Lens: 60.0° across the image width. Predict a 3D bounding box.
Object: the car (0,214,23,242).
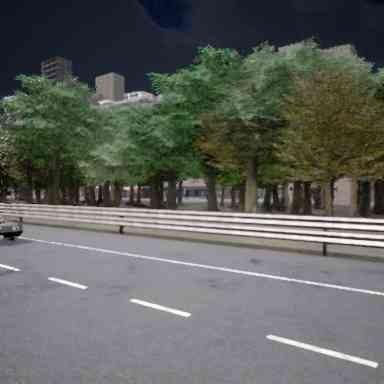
[{"bbox_3d":[-9.789,1.603,15.172,4.718,1.301,1.895,0,0,36],"label":"car"}]
